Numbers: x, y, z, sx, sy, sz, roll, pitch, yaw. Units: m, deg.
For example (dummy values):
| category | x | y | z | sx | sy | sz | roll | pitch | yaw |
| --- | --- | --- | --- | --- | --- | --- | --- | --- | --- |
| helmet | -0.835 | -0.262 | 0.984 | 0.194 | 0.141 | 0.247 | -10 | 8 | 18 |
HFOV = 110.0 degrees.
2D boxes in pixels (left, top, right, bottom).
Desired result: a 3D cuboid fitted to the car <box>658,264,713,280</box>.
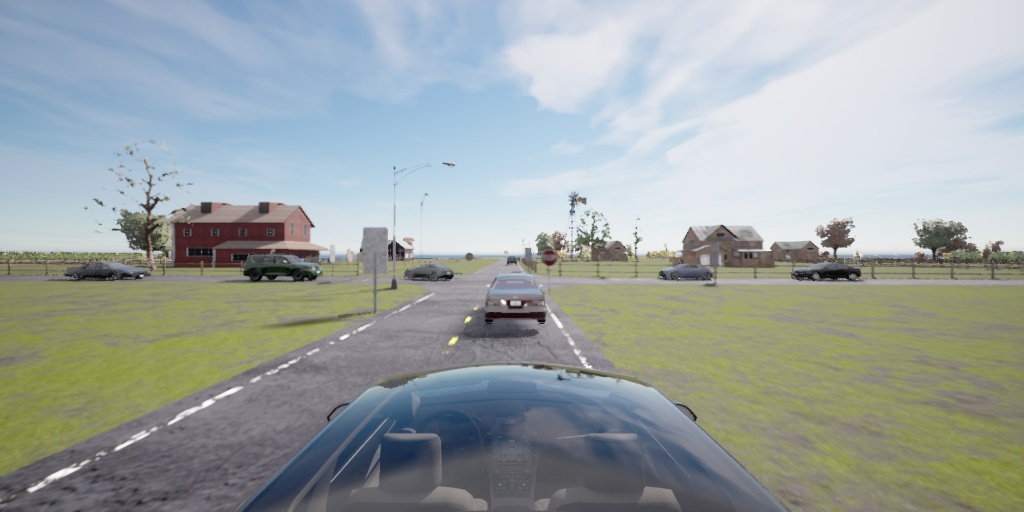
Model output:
| category | x | y | z | sx | sy | sz | roll | pitch | yaw |
| --- | --- | --- | --- | --- | --- | --- | --- | --- | --- |
| car | 14.942 | 1.353 | 30.987 | 4.181 | 1.385 | 1.994 | 0 | 0 | 1 |

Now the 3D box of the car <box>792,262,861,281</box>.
| category | x | y | z | sx | sy | sz | roll | pitch | yaw |
| --- | --- | --- | --- | --- | --- | --- | --- | --- | --- |
| car | 27.033 | 1.314 | 30.896 | 5.008 | 1.535 | 1.882 | 0 | 0 | 0 |

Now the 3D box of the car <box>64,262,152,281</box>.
| category | x | y | z | sx | sy | sz | roll | pitch | yaw |
| --- | --- | --- | --- | --- | --- | --- | --- | --- | --- |
| car | -31.962 | 1.198 | 28.408 | 5.357 | 1.411 | 2.033 | 0 | 0 | 0 |

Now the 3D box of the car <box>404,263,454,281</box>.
| category | x | y | z | sx | sy | sz | roll | pitch | yaw |
| --- | --- | --- | --- | --- | --- | --- | --- | --- | --- |
| car | -6.933 | 1.290 | 29.922 | 4.181 | 1.385 | 1.994 | 0 | 0 | 28 |

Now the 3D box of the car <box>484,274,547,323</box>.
| category | x | y | z | sx | sy | sz | roll | pitch | yaw |
| --- | --- | --- | --- | --- | --- | --- | --- | --- | --- |
| car | 0.098 | 1.294 | 12.005 | 2.033 | 1.411 | 5.357 | 0 | 0 | 0 |

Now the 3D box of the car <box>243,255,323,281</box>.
| category | x | y | z | sx | sy | sz | roll | pitch | yaw |
| --- | --- | --- | --- | --- | --- | --- | --- | --- | --- |
| car | -18.019 | 0.910 | 28.298 | 5.566 | 2.045 | 2.150 | 0 | 0 | 1 |
